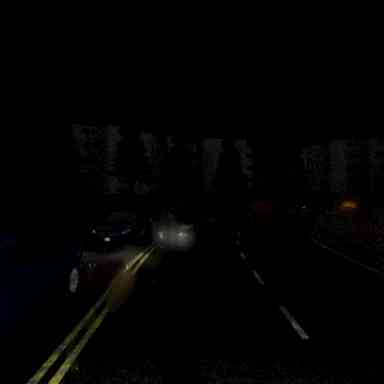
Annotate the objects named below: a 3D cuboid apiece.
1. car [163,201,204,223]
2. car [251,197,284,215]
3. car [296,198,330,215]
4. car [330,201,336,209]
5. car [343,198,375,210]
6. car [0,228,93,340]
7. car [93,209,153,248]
[{"bbox_3d":[-0.561,1.503,25.650,1.837,1.490,4.892,0,0,21],"label":"car"},{"bbox_3d":[7.975,1.346,34.796,2.097,1.767,4.553,0,0,36],"label":"car"},{"bbox_3d":[12.296,1.558,34.166,1.994,1.385,4.181,0,0,38],"label":"car"},{"bbox_3d":[17.025,1.517,43.846,4.674,1.442,1.812,0,0,-35],"label":"car"},{"bbox_3d":[21.503,1.468,42.745,5.008,1.535,1.882,0,0,-32],"label":"car"},{"bbox_3d":[-3.502,1.478,5.766,1.882,1.535,5.008,0,0,1],"label":"car"},{"bbox_3d":[-2.998,1.525,15.072,1.812,1.442,4.674,0,0,6],"label":"car"}]
